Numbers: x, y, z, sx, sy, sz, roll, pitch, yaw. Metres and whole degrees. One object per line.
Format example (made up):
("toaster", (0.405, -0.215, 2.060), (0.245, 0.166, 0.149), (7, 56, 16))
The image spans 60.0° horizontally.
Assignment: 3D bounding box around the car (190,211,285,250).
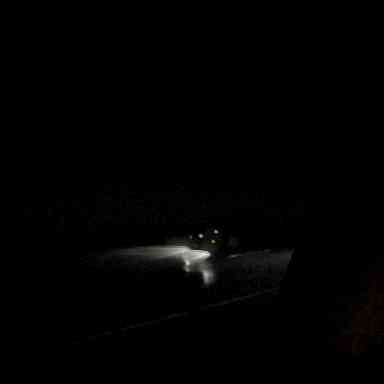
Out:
("car", (1.966, 1.492, 13.990), (4.181, 1.385, 1.994), (-1, 0, -35))
